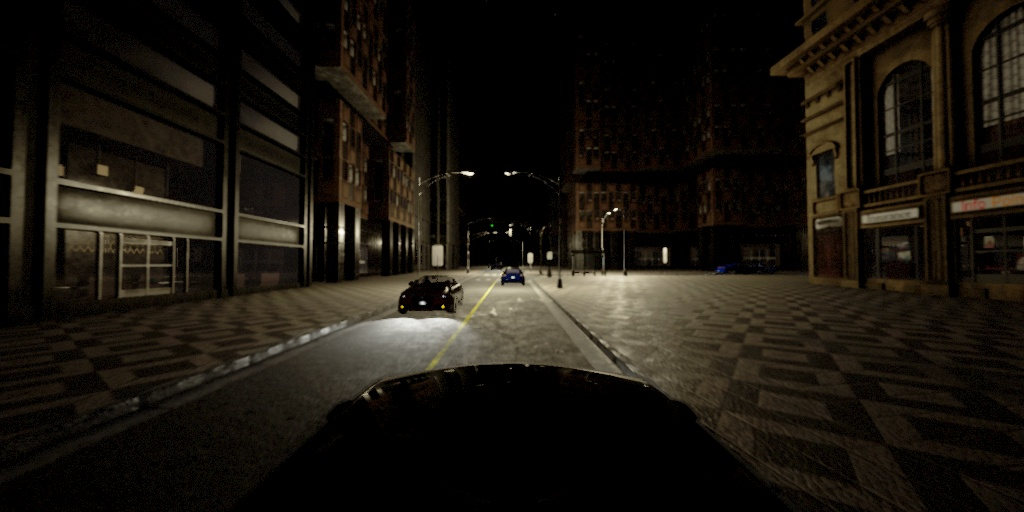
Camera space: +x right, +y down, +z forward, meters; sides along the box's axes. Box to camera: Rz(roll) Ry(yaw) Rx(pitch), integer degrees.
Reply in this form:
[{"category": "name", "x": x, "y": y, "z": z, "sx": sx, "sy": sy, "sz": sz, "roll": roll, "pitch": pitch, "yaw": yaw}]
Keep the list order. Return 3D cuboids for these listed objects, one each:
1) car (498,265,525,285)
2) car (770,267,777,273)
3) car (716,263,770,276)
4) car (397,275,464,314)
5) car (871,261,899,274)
[{"category": "car", "x": 0.083, "y": 1.645, "z": 29.690, "sx": 1.994, "sy": 1.385, "sz": 4.181, "roll": 0, "pitch": -1, "yaw": 0}, {"category": "car", "x": 29.627, "y": 1.629, "z": 44.335, "sx": 5.357, "sy": 1.411, "sz": 2.033, "roll": 0, "pitch": -1, "yaw": 0}, {"category": "car", "x": 26.165, "y": 1.501, "z": 41.140, "sx": 5.008, "sy": 1.535, "sz": 1.882, "roll": -1, "pitch": -1, "yaw": 0}, {"category": "car", "x": -3.099, "y": 1.465, "z": 14.412, "sx": 1.994, "sy": 1.385, "sz": 4.181, "roll": 0, "pitch": -1, "yaw": 0}, {"category": "car", "x": 46.690, "y": 1.414, "z": 44.269, "sx": 4.902, "sy": 1.511, "sz": 2.128, "roll": 0, "pitch": -1, "yaw": 0}]
